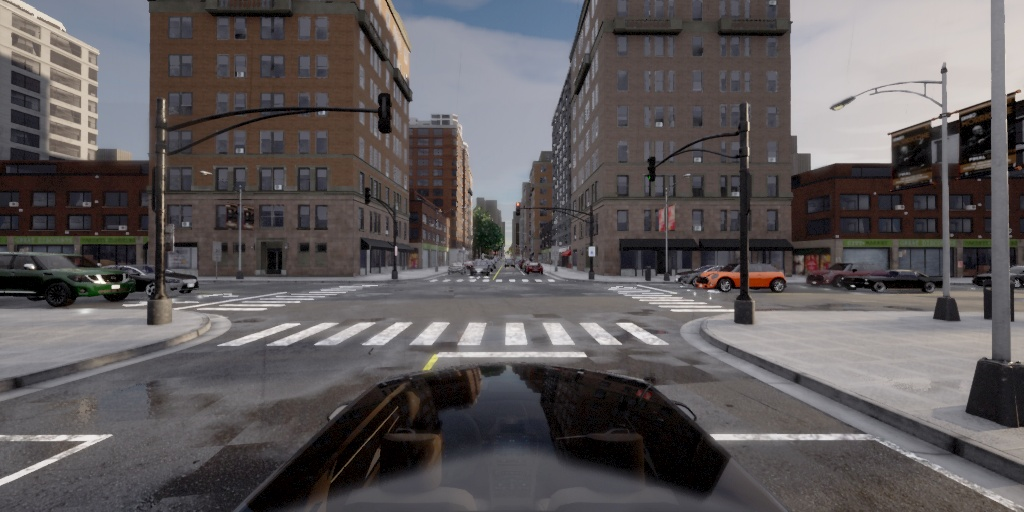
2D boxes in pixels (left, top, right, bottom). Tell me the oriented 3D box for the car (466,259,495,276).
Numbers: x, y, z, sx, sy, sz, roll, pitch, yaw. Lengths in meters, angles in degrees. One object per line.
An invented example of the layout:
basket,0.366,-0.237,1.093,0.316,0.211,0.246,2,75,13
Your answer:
car,-3.266,1.268,37.599,2.128,1.511,4.902,0,0,0

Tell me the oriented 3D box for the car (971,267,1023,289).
car,34.725,1.455,24.574,4.892,1.490,1.837,0,0,0

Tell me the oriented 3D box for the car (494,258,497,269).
car,-3.374,1.340,47.403,2.033,1.411,5.357,0,0,-1

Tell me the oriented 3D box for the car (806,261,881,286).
car,22.886,1.249,24.493,4.553,1.767,2.097,0,0,-1

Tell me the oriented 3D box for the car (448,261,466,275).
car,-6.062,1.329,39.854,2.007,1.370,4.403,0,0,-1

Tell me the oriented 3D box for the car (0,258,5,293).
car,-28.382,0.978,17.397,4.553,1.767,2.097,0,0,-1

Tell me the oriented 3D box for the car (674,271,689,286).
car,13.692,1.347,24.438,4.902,1.511,2.128,0,0,0

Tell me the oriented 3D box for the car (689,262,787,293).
car,13.392,1.180,21.170,4.553,1.767,2.097,0,0,0

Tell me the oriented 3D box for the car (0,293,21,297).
car,-5.855,1.190,1.494,1.967,1.591,4.097,0,0,0

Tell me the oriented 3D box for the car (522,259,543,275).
car,2.463,1.324,39.947,1.888,1.381,4.507,0,0,-1

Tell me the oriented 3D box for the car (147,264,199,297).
car,-18.116,1.156,17.470,4.902,1.511,2.128,0,0,-1

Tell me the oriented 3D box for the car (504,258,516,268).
car,-0.382,1.436,64.227,1.895,1.301,4.718,0,0,0

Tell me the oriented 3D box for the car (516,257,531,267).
car,2.275,1.128,56.467,2.192,1.841,5.009,0,0,-1

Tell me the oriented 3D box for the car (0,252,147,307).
car,-18.473,0.859,14.224,5.566,2.045,2.150,0,0,0

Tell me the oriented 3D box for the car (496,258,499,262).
car,-3.485,1.321,57.784,1.837,1.490,4.892,0,0,0

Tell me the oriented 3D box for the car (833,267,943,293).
car,22.378,1.469,21.238,4.718,1.301,1.895,0,0,-1

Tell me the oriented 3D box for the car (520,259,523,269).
car,2.400,1.354,45.454,1.948,1.339,4.313,0,0,-1

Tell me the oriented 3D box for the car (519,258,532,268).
car,2.335,1.325,51.131,1.751,1.417,4.829,0,0,-1
